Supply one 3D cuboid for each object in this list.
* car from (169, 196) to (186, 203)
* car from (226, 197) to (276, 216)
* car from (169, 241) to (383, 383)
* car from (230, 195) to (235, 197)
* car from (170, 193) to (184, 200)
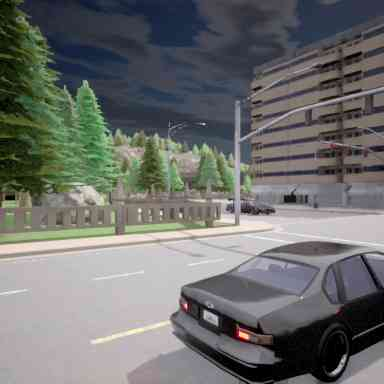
[{"bbox_3d":[-2.810,1.492,66.349,2.033,1.411,5.357,0,0,11],"label":"car"},{"bbox_3d":[5.564,1.492,32.181,2.033,1.411,5.357,0,0,-33],"label":"car"},{"bbox_3d":[2.277,1.547,5.414,5.357,1.411,2.033,0,0,-35],"label":"car"},{"bbox_3d":[10.400,1.484,78.788,2.033,1.411,5.357,0,0,40],"label":"car"},{"bbox_3d":[-1.718,1.167,46.170,2.150,2.045,5.566,0,0,-15],"label":"car"}]
